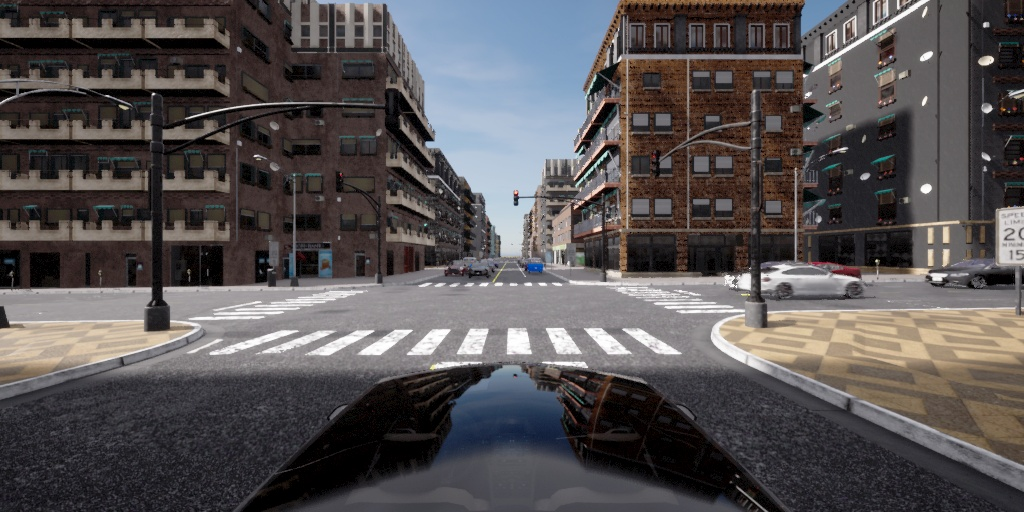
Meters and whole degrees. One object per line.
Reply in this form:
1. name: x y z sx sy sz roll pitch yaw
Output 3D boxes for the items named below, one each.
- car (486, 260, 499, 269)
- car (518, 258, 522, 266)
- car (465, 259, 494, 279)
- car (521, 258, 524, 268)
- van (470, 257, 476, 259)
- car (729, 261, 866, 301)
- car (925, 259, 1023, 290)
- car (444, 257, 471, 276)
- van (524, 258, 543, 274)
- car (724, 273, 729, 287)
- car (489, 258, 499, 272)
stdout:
1. car: -2.971 1.337 55.537 1.895 1.301 4.718 0 0 0
2. car: 2.419 1.300 58.236 1.948 1.339 4.313 0 0 0
3. car: -2.929 1.248 33.180 1.837 1.490 4.892 0 0 0
4. car: 2.541 1.283 47.074 1.888 1.381 4.507 0 0 0
5. van: -5.528 1.079 47.053 1.690 1.789 3.998 0 0 0
6. car: 12.395 1.087 15.497 4.674 1.442 1.812 -1 0 0
7. car: 24.248 0.889 18.381 4.902 1.511 2.128 -1 0 0
8. car: -5.534 1.182 35.889 1.967 1.591 4.097 0 0 0
9. van: 2.592 1.081 40.870 1.690 1.789 3.998 0 0 0
10. car: 13.535 1.036 18.360 4.902 1.511 2.128 -1 0 0
11. car: -2.960 1.287 43.561 2.033 1.411 5.357 0 0 0
